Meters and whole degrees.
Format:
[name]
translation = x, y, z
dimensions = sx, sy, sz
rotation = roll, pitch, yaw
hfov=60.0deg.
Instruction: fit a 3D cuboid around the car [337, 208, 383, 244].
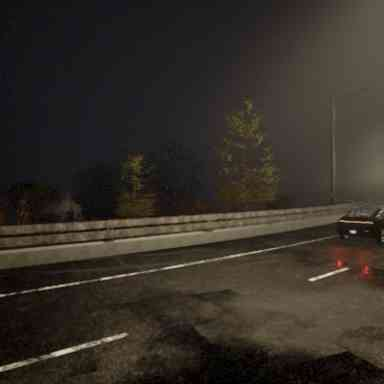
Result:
[car]
translation = 8.776, 1.524, 16.228
dimensions = 4.902, 1.511, 2.128
rotation = 0, 0, -44
